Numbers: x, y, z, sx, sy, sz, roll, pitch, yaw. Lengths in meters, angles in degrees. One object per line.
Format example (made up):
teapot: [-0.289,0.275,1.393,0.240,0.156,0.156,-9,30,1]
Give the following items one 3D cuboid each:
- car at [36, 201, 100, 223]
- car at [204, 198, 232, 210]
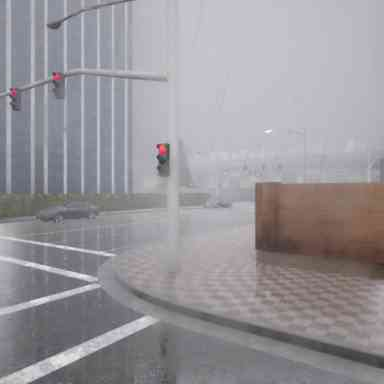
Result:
car: [-9.366,1.502,25.405,1.837,1.490,4.892,0,0,35]
car: [3.393,1.490,43.262,2.128,1.511,4.902,0,0,36]
